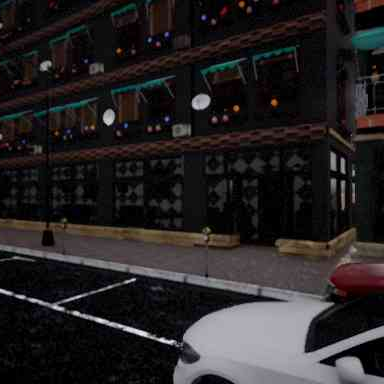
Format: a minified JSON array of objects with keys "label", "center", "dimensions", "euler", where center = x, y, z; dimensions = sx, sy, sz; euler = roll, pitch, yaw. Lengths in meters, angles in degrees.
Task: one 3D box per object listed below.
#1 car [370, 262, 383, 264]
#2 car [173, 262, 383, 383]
[{"label":"car","center":[4.067,1.348,3.636],"dimensions":[5.009,1.841,2.192],"euler":[0,-1,33]},{"label":"car","center":[2.028,1.550,2.729],"dimensions":[4.674,1.442,1.812],"euler":[0,0,33]}]
